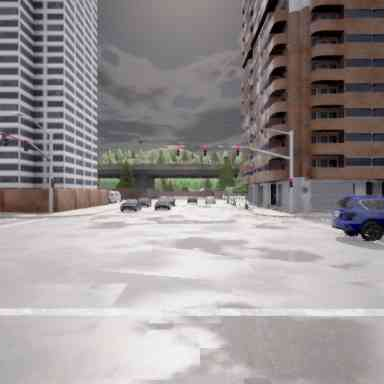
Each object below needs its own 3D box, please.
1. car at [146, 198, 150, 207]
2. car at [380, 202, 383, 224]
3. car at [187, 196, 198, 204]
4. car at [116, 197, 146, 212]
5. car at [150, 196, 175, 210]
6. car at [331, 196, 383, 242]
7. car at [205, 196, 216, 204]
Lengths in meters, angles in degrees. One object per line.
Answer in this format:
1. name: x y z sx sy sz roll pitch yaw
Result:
1. car: -7.124 1.538 49.722 2.033 1.411 5.357 0 0 0
2. car: 15.998 1.500 23.080 4.892 1.490 1.837 0 0 0
3. car: 0.056 1.493 63.142 1.837 1.490 4.892 0 0 0
4. car: -7.127 1.540 39.369 2.033 1.411 5.357 0 0 0
5. car: -3.628 1.540 42.242 2.033 1.411 5.357 0 0 0
6. car: 9.614 1.217 15.920 5.566 2.045 2.150 0 0 0
7. car: 3.455 1.514 63.109 1.812 1.442 4.674 0 0 0
